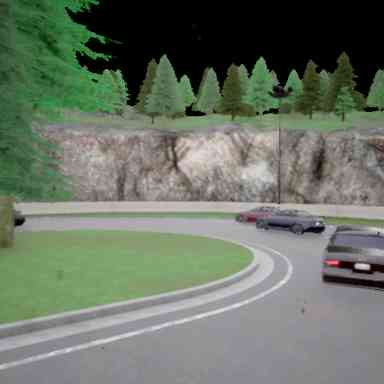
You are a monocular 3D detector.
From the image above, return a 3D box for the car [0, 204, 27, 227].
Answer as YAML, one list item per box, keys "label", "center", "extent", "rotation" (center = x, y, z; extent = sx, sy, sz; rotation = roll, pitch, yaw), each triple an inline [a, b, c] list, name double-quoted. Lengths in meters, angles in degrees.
- label: "car"
  center: [-14.092, 1.561, 21.919]
  extent: [5.357, 1.411, 2.033]
  rotation: [1, -1, -44]

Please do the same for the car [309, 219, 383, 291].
- label: "car"
  center: [4.701, 1.655, 9.309]
  extent: [2.033, 1.411, 5.357]
  rotation: [1, 0, 26]

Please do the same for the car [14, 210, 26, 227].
- label: "car"
  center: [-12.182, 1.611, 18.784]
  extent: [1.895, 1.301, 4.718]
  rotation: [0, -1, 44]

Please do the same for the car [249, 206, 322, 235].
- label: "car"
  center: [5.869, 1.758, 20.259]
  extent: [1.994, 1.385, 4.181]
  rotation: [1, -1, -35]

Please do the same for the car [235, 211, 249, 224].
- label: "car"
  center: [5.399, 1.788, 25.410]
  extent: [4.181, 1.385, 1.994]
  rotation: [0, -1, 39]
